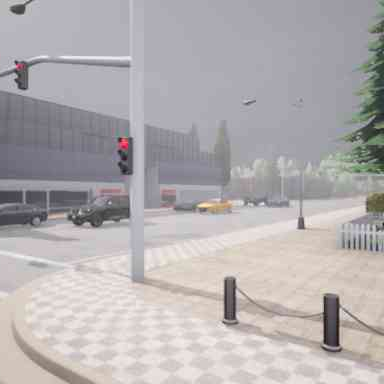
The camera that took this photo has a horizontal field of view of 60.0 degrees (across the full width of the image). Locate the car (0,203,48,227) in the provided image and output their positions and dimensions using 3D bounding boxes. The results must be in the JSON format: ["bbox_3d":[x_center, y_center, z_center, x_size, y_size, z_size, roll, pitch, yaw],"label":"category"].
[{"bbox_3d":[-11.644,1.502,21.006,1.837,1.490,4.892,0,0,37],"label":"car"}]

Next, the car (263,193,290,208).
[{"bbox_3d":[12.684,1.351,48.747,2.097,1.767,4.553,0,0,36],"label":"car"}]

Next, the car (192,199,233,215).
[{"bbox_3d":[2.432,1.476,34.599,1.882,1.535,5.008,0,0,36],"label":"car"}]

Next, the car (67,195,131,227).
[{"bbox_3d":[-5.796,1.220,23.119,2.150,2.045,5.566,0,0,36],"label":"car"}]

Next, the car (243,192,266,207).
[{"bbox_3d":[9.808,1.029,50.742,2.150,2.045,5.566,0,0,36],"label":"car"}]

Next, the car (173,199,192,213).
[{"bbox_3d":[0.110,1.545,37.370,2.033,1.411,5.357,0,0,36],"label":"car"}]
